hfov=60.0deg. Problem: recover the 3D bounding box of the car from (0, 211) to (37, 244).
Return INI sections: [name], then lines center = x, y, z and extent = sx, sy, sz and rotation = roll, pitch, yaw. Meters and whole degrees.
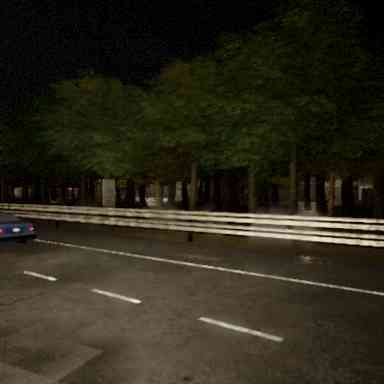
[car]
center = -8.950, 1.548, 14.546
extent = 5.357, 1.411, 2.033
rotation = 0, 0, 35
